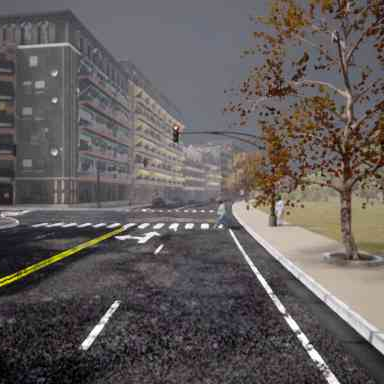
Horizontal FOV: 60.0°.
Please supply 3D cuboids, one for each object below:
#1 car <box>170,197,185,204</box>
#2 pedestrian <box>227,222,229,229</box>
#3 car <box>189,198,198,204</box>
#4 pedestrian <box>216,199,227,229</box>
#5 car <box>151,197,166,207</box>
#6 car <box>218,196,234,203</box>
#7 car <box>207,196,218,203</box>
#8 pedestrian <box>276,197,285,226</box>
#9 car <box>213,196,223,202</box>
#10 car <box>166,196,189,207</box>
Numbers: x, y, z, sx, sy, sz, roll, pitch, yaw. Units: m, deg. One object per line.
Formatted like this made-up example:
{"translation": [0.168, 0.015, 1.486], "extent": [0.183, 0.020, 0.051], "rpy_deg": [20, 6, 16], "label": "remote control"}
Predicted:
{"translation": [-3.036, 1.791, 71.874], "extent": [2.033, 1.411, 5.357], "rpy_deg": [0, 0, 10], "label": "car"}
{"translation": [2.085, 1.316, 21.145], "extent": [0.375, 1.860, 0.375], "rpy_deg": [0, 0, 3], "label": "pedestrian"}
{"translation": [0.116, 1.843, 71.036], "extent": [1.895, 1.301, 4.718], "rpy_deg": [0, 0, 10], "label": "car"}
{"translation": [1.762, 1.315, 19.960], "extent": [0.375, 1.860, 0.375], "rpy_deg": [0, 0, 3], "label": "pedestrian"}
{"translation": [-5.579, 1.666, 56.301], "extent": [1.837, 1.490, 4.892], "rpy_deg": [0, 0, 8], "label": "car"}
{"translation": [7.864, 1.830, 77.134], "extent": [2.033, 1.411, 5.357], "rpy_deg": [0, 0, 11], "label": "car"}
{"translation": [4.666, 1.816, 77.716], "extent": [2.128, 1.511, 4.902], "rpy_deg": [0, 0, 11], "label": "car"}
{"translation": [5.403, 1.162, 20.355], "extent": [0.375, 1.860, 0.375], "rpy_deg": [0, 0, 3], "label": "pedestrian"}
{"translation": [6.785, 1.796, 87.859], "extent": [1.882, 1.535, 5.008], "rpy_deg": [0, 0, 13], "label": "car"}
{"translation": [-2.382, 1.513, 55.683], "extent": [2.097, 1.767, 4.553], "rpy_deg": [0, 0, 8], "label": "car"}
